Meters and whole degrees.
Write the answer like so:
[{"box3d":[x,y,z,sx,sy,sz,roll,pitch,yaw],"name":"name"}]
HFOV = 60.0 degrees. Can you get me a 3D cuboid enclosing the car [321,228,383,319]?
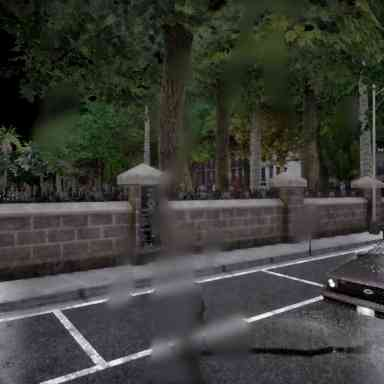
[{"box3d":[4.988,1.546,6.941,5.357,1.411,2.033,0,0,-35],"name":"car"}]
